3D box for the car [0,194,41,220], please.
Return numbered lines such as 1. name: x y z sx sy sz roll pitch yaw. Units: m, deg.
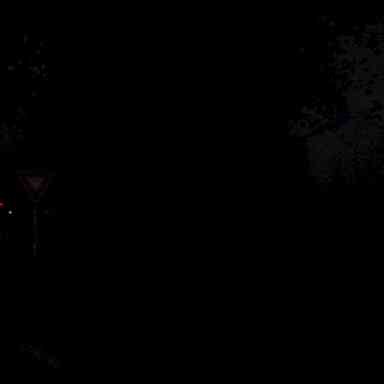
1. car: -11.098 0.909 21.543 2.128 1.511 4.902 1 1 -16
